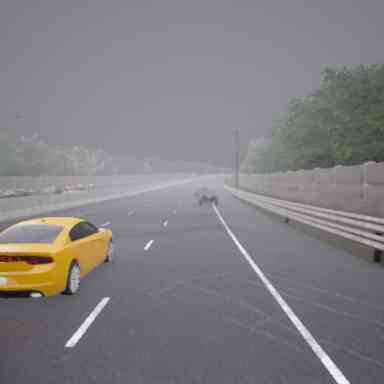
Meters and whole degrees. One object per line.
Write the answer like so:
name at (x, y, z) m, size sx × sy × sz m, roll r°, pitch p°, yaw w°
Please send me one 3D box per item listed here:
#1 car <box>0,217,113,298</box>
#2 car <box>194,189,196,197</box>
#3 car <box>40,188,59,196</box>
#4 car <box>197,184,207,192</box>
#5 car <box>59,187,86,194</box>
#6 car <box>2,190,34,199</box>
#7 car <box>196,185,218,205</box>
car at (-3.363, 1.370, 8.348) m, size 1.882 × 1.535 × 5.008 m, roll 0°, pitch 1°, yaw 0°
car at (1.298, 0.019, 55.184) m, size 1.994 × 1.385 × 4.181 m, roll 0°, pitch 2°, yaw 3°
car at (-20.058, 0.170, 48.045) m, size 1.882 × 1.535 × 5.008 m, roll 0°, pitch 2°, yaw 3°
car at (2.169, -0.863, 71.229) m, size 1.812 × 1.442 × 4.674 m, roll 0°, pitch 3°, yaw 4°
car at (-16.578, 0.073, 47.302) m, size 2.097 × 1.767 × 4.553 m, roll 0°, pitch 2°, yaw 3°
car at (-23.663, 0.381, 45.328) m, size 1.895 × 1.301 × 4.718 m, roll 0°, pitch 2°, yaw 3°
car at (1.823, 0.442, 37.011) m, size 2.097 × 1.767 × 4.553 m, roll 0°, pitch 2°, yaw 2°
